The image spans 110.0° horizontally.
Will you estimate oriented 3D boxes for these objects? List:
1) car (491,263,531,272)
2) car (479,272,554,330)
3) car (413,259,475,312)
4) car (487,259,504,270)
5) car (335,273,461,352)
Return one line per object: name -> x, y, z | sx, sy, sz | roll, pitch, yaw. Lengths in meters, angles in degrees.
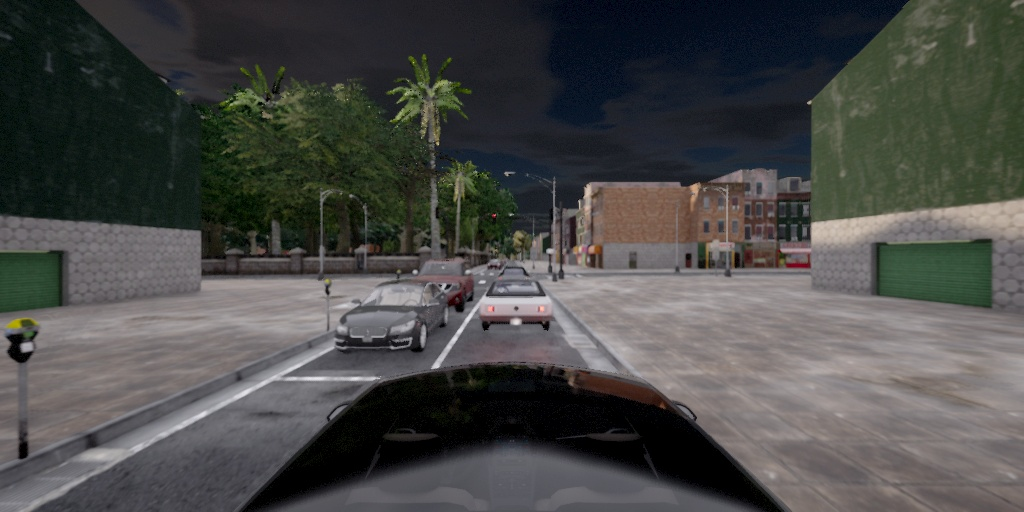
car -> 0.122, 1.279, 20.241 | 1.994, 1.385, 4.181 | 0, 0, 2
car -> 0.107, 1.329, 11.040 | 1.895, 1.301, 4.718 | 0, 0, 0
car -> -2.629, 1.038, 14.187 | 2.192, 1.841, 5.009 | 0, 0, 0
car -> -2.598, 1.170, 52.333 | 1.967, 1.591, 4.097 | 0, 0, 0
car -> -2.633, 1.284, 8.723 | 2.007, 1.370, 4.403 | 0, 0, 0
